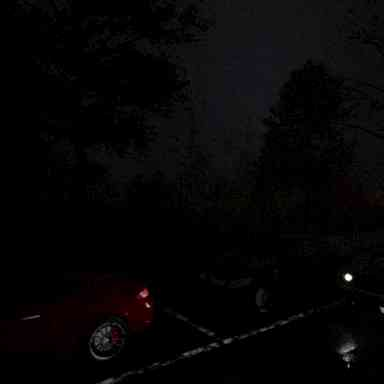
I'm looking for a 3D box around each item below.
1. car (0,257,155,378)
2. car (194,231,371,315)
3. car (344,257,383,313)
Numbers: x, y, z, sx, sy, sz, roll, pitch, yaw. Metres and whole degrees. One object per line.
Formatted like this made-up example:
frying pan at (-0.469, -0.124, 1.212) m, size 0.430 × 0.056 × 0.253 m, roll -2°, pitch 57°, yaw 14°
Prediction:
car at (-2.502, 1.582, 4.304) m, size 4.206 × 1.307 × 1.802 m, roll 0°, pitch 1°, yaw -35°
car at (2.007, 1.588, 7.517) m, size 4.206 × 1.307 × 1.802 m, roll 0°, pitch 1°, yaw -35°
car at (4.956, 1.608, 6.605) m, size 4.718 × 1.301 × 1.895 m, roll 0°, pitch 0°, yaw -35°
